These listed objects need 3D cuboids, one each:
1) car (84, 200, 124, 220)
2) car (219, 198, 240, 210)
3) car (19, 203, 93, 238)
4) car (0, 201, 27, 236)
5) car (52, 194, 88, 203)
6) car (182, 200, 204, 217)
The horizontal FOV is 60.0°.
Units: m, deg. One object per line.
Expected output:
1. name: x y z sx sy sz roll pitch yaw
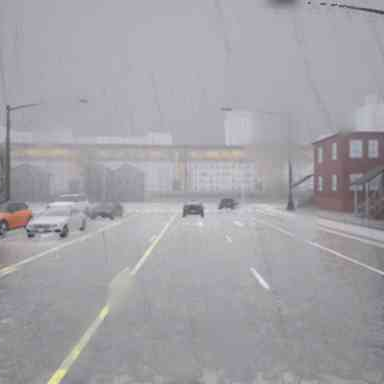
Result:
1. car: -7.078 1.535 28.187 2.033 1.411 5.357 0 0 1
2. car: 4.845 1.488 42.604 1.837 1.490 4.892 -1 0 19
3. car: -7.088 1.518 17.905 1.812 1.442 4.674 0 0 0
4. car: -10.593 1.344 18.300 2.097 1.767 4.553 0 0 0
5. car: -10.584 1.208 28.857 2.150 2.045 5.566 0 0 -1
6. car: 0.101 1.464 30.612 1.882 1.535 5.008 0 0 0
